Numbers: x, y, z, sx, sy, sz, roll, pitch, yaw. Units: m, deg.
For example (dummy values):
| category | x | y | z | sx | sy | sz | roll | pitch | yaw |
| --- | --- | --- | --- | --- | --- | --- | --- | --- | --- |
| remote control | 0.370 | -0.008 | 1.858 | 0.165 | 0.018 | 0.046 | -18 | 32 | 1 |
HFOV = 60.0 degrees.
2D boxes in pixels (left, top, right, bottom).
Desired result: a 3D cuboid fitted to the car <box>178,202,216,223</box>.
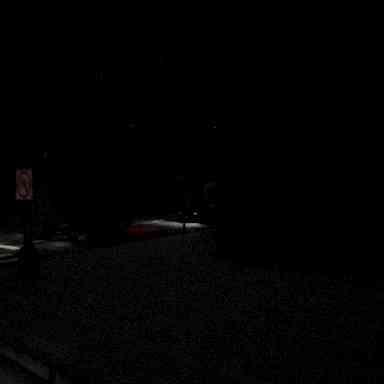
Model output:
| category | x | y | z | sx | sy | sz | roll | pitch | yaw |
| --- | --- | --- | --- | --- | --- | --- | --- | --- | --- |
| car | 0.849 | 1.584 | 26.760 | 1.812 | 1.442 | 4.674 | 0 | 0 | 36 |

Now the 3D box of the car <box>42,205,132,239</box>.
| category | x | y | z | sx | sy | sz | roll | pitch | yaw |
| --- | --- | --- | --- | --- | --- | --- | --- | --- | --- |
| car | -5.468 | 1.515 | 17.905 | 1.882 | 1.535 | 5.008 | 0 | 0 | 35 |
